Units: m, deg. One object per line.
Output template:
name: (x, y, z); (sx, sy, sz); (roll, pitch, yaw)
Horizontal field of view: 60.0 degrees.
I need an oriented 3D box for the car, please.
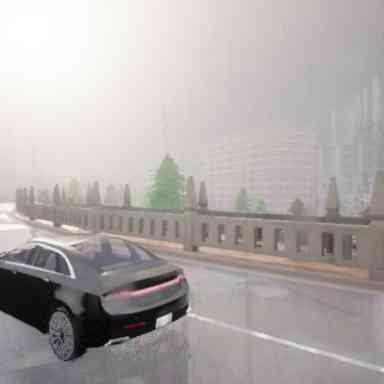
car: (-2.255, 1.508, 5.993); (4.902, 1.511, 2.128); (0, 0, 39)
